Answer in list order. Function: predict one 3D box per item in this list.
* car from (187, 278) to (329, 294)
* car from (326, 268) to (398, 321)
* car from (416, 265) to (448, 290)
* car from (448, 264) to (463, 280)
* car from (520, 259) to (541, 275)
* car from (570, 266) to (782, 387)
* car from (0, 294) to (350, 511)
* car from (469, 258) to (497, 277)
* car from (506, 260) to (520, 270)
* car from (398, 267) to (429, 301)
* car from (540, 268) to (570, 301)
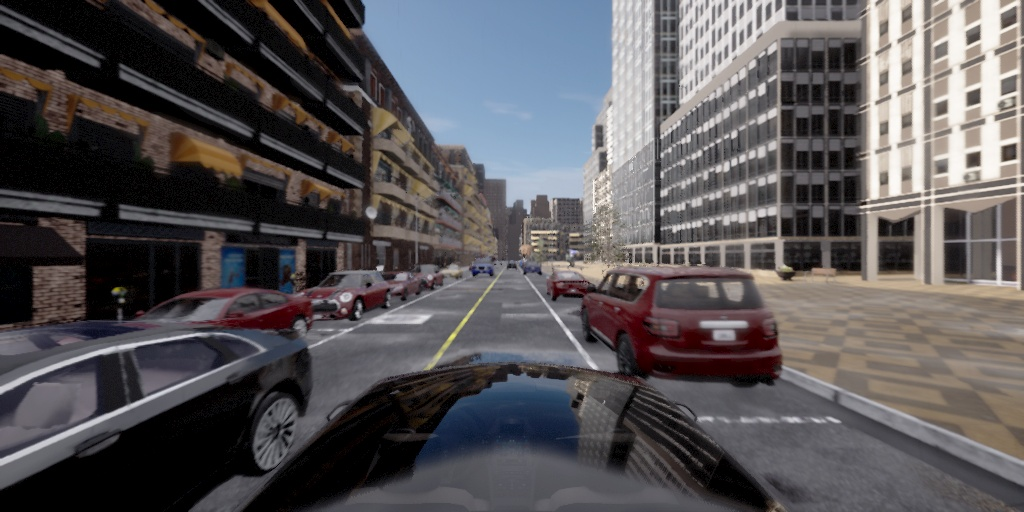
[{"bbox_3d":[-5.693,1.326,6.913,1.888,1.381,4.507,0,0,0],"label":"car"},{"bbox_3d":[-5.693,1.254,12.440,1.967,1.591,4.097,0,0,0],"label":"car"},{"bbox_3d":[-5.694,1.322,23.493,1.967,1.591,4.097,0,0,0],"label":"car"},{"bbox_3d":[-5.693,1.478,34.376,1.751,1.417,4.829,0,0,0],"label":"car"},{"bbox_3d":[2.384,1.362,43.045,2.097,1.767,4.553,0,0,0],"label":"car"},{"bbox_3d":[2.688,1.096,6.913,2.192,1.841,5.009,0,0,0],"label":"car"},{"bbox_3d":[-3.094,1.242,1.965,2.128,1.511,4.902,0,0,0],"label":"car"},{"bbox_3d":[-3.095,1.201,39.220,2.150,2.045,5.566,0,0,0],"label":"car"},{"bbox_3d":[-0.003,1.655,62.713,1.837,1.490,4.892,0,0,0],"label":"car"},{"bbox_3d":[-5.693,1.430,17.967,1.802,1.307,4.207,0,0,0],"label":"car"},{"bbox_3d":[2.687,1.393,17.967,1.888,1.381,4.507,0,0,0],"label":"car"}]
